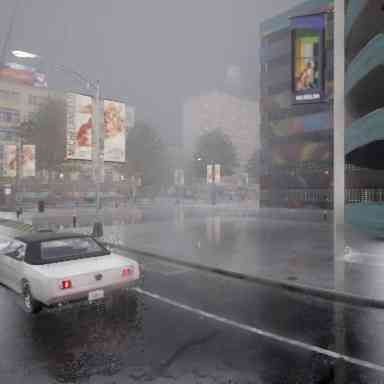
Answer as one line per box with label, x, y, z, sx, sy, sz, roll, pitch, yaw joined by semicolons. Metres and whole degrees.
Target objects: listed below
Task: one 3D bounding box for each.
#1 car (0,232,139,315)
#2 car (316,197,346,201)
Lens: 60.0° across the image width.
car;-3.323;1.601;7.685;1.895;1.301;4.718;0;0;-45
car;17.422;1.320;42.551;4.674;1.452;2.002;0;0;-42
